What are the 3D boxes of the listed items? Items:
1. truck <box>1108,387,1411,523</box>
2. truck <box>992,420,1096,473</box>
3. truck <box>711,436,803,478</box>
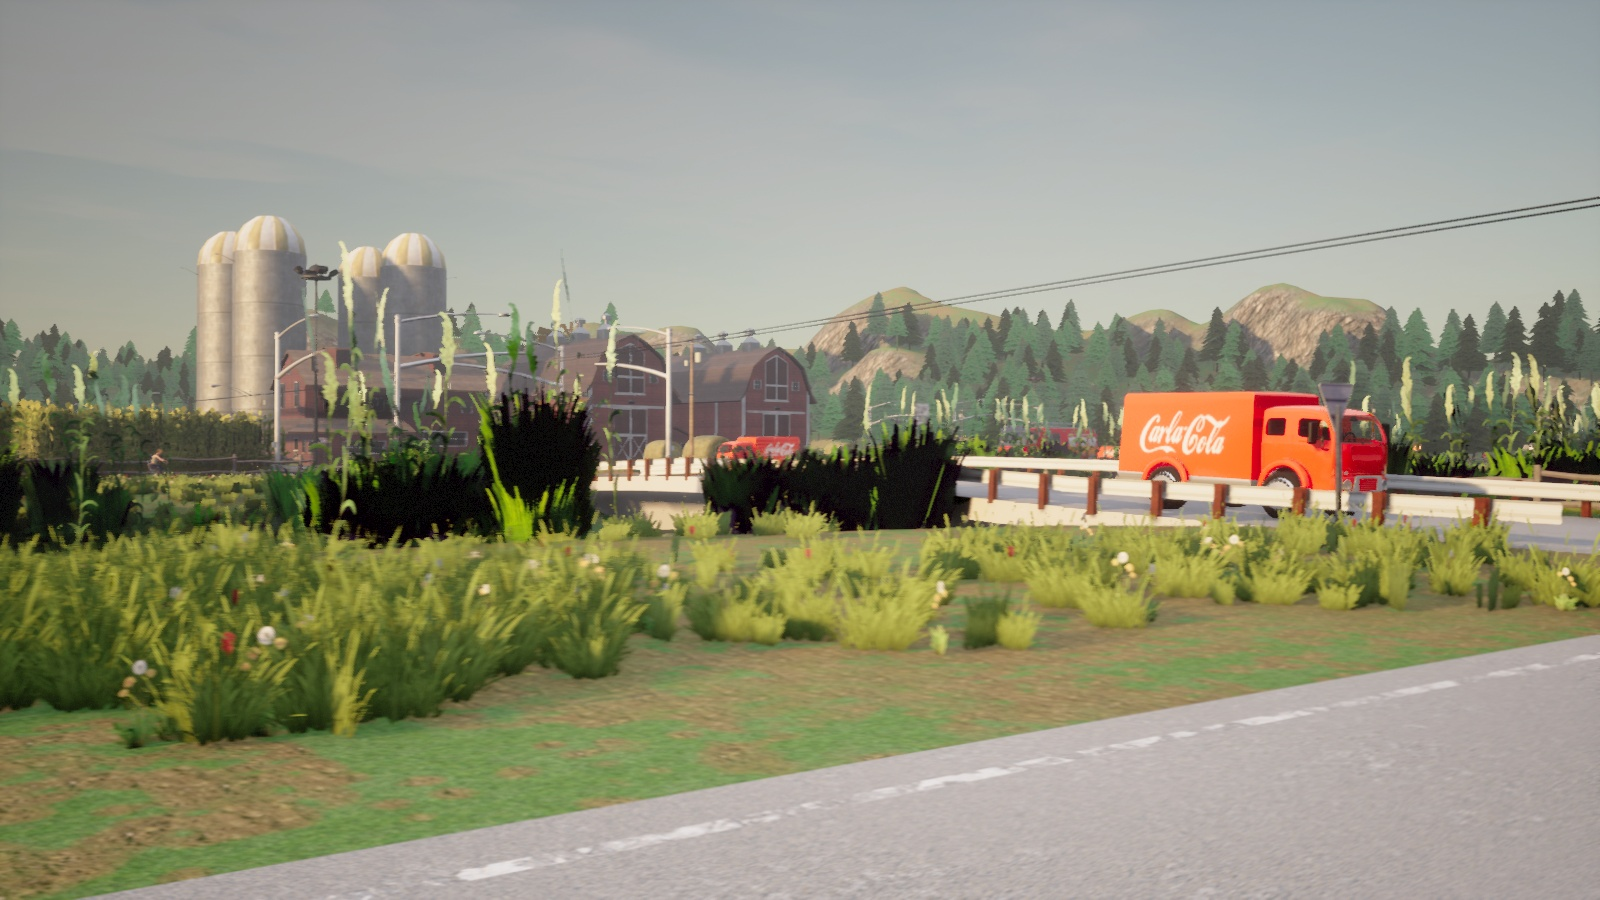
[{"bbox_3d":[9.197,0.012,25.634,2.627,2.467,5.204,0,2,-33],"label":"truck"},{"bbox_3d":[18.612,-0.260,95.562,8.468,3.827,2.891,0,0,-38],"label":"truck"},{"bbox_3d":[-2.707,0.404,79.080,5.204,2.467,2.627,-2,1,-38],"label":"truck"}]
